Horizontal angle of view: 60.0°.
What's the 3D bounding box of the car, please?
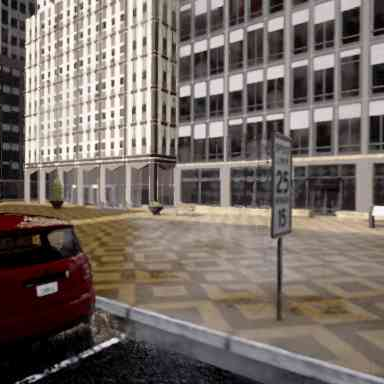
[{"bbox_3d":[-3.746,1.278,5.540,5.009,1.841,2.192,0,0,35],"label":"car"}]
